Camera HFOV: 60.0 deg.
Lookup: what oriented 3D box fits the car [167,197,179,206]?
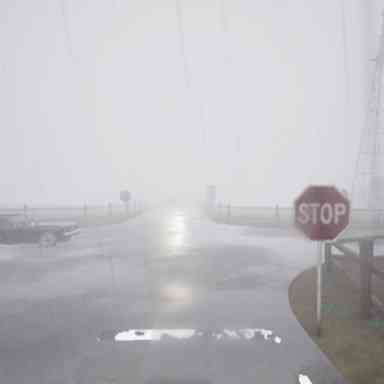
[{"bbox_3d":[-3.714,1.829,65.878,2.097,1.767,4.553,0,-1,-1],"label":"car"}]

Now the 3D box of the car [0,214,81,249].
[{"bbox_3d":[-7.223,1.584,13.933,4.718,1.301,1.895,0,0,-1],"label":"car"}]
